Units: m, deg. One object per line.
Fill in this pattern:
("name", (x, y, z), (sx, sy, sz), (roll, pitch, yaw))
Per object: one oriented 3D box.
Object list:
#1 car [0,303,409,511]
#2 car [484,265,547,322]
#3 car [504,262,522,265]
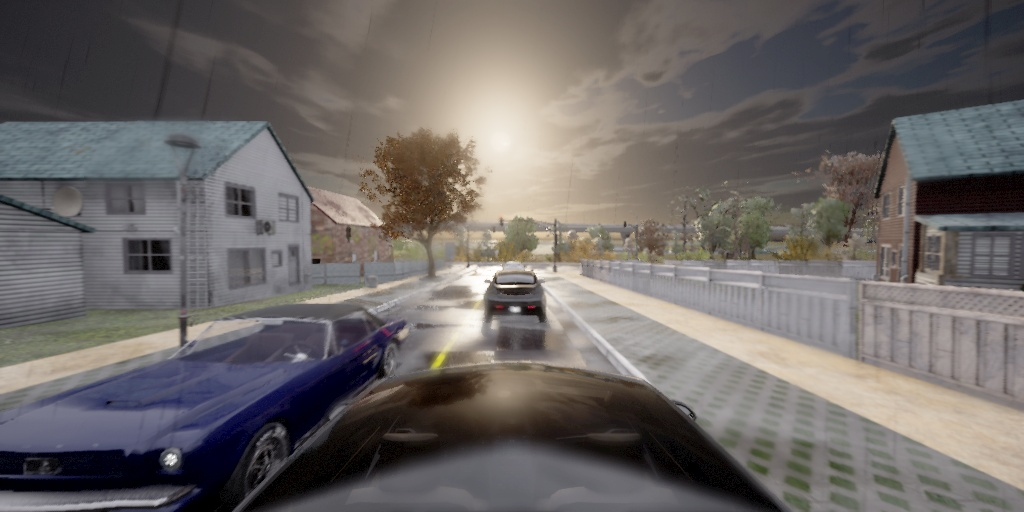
("car", (-2.831, 1.337, 4.371), (1.895, 1.301, 4.718), (0, 0, 0))
("car", (0.100, 1.201, 12.090), (1.837, 1.490, 4.892), (0, 0, 0))
("car", (0.100, 1.156, 27.923), (1.812, 1.442, 4.674), (0, 0, 0))
